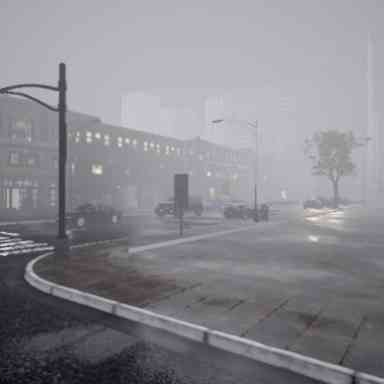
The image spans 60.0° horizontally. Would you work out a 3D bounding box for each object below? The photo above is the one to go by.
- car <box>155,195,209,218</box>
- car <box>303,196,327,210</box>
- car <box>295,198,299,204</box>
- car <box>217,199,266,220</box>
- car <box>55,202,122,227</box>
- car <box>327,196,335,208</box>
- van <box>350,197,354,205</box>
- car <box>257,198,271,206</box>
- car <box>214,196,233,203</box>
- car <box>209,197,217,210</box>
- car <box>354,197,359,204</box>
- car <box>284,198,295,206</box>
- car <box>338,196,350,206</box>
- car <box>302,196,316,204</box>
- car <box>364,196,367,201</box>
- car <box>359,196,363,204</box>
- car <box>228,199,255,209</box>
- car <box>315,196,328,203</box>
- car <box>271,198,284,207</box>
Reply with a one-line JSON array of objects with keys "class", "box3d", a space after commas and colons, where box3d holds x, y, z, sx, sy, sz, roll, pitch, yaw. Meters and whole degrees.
[{"class": "car", "box3d": [-1.050, 1.255, 31.042, 2.150, 2.045, 5.566, 0, 0, 35]}, {"class": "car", "box3d": [17.026, 1.617, 46.699, 1.967, 1.590, 4.097, 0, 0, 35]}, {"class": "car", "box3d": [19.703, 1.778, 65.080, 2.008, 1.369, 4.403, 0, 0, 35]}, {"class": "car", "box3d": [4.358, 1.611, 28.586, 1.887, 1.381, 4.507, 0, 0, 35]}, {"class": "car", "box3d": [-6.930, 1.493, 22.719, 1.837, 1.490, 4.892, 0, 0, 34]}, {"class": "car", "box3d": [20.204, 1.522, 51.220, 2.192, 1.841, 5.009, 0, 0, 35]}, {"class": "van", "box3d": [29.738, 1.639, 64.783, 1.690, 1.788, 3.998, 0, 0, 35]}, {"class": "car", "box3d": [10.072, 1.661, 51.378, 1.752, 1.417, 4.829, 0, 0, 35]}, {"class": "car", "box3d": [4.854, 1.574, 39.421, 2.128, 1.511, 4.902, 0, 0, 35]}, {"class": "car", "box3d": [0.539, 1.577, 37.816, 1.752, 1.417, 4.829, 0, 0, 35]}, {"class": "car", "box3d": [32.914, 1.911, 69.301, 1.802, 1.307, 4.206, 0, 0, 35]}, {"class": "car", "box3d": [16.525, 1.748, 60.559, 2.008, 1.369, 4.403, 0, 0, 35]}, {"class": "car", "box3d": [26.560, 1.582, 60.262, 2.192, 1.841, 5.009, 0, 0, 35]}, {"class": "car", "box3d": [26.059, 1.730, 74.121, 1.967, 1.590, 4.097, 0, 0, 35]}, {"class": "car", "box3d": [39.270, 1.976, 78.343, 1.802, 1.307, 4.206, 0, 0, 35]}, {"class": "car", "box3d": [36.191, 1.888, 73.962, 1.752, 1.417, 4.829, 0, 0, 35]}, {"class": "car", "box3d": [6.992, 1.658, 46.996, 2.008, 1.369, 4.403, 0, 0, 35]}, {"class": "car", "box3d": [32.414, 1.795, 83.163, 1.967, 1.590, 4.097, 0, 0, 35]}, {"class": "car", "box3d": [13.348, 1.718, 56.038, 2.008, 1.369, 4.403, 0, 0, 35]}]
